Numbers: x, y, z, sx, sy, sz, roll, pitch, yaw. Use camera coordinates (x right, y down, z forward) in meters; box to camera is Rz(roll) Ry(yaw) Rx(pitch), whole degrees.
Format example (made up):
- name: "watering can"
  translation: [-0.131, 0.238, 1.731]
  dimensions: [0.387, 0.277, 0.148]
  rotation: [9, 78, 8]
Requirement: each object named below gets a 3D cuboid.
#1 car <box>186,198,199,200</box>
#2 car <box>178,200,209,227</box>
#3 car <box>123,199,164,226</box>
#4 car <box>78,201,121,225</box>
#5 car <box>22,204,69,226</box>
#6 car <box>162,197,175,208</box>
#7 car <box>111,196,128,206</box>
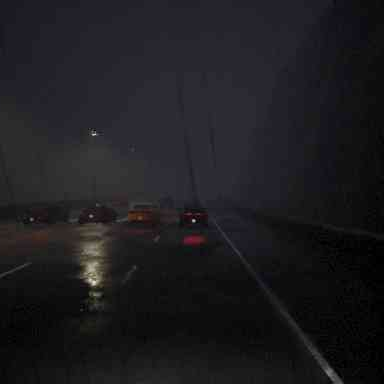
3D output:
- name: "car"
  translation: [0.109, 1.475, 48.003]
  dimensions: [1.994, 1.385, 4.181]
  rotation: [0, 1, 0]
- name: "car"
  translation: [0.104, 1.572, 23.680]
  dimensions: [1.837, 1.490, 4.892]
  rotation: [0, 1, 0]
- name: "car"
  translation: [-3.396, 1.540, 24.319]
  dimensions: [1.882, 1.535, 5.008]
  rotation: [0, 0, 0]
- name: "car"
  translation: [-6.897, 1.625, 24.755]
  dimensions: [1.994, 1.385, 4.181]
  rotation: [0, 0, 0]
- name: "car"
  translation: [-10.396, 1.587, 23.868]
  dimensions: [1.812, 1.442, 4.674]
  rotation: [0, 0, 0]
- name: "car"
  translation: [-3.392, 1.437, 46.163]
  dimensions: [1.837, 1.490, 4.892]
  rotation: [0, 1, 0]
- name: "car"
  translation: [-10.391, 1.382, 48.249]
  dimensions: [1.882, 1.535, 5.008]
  rotation: [0, 1, 0]
